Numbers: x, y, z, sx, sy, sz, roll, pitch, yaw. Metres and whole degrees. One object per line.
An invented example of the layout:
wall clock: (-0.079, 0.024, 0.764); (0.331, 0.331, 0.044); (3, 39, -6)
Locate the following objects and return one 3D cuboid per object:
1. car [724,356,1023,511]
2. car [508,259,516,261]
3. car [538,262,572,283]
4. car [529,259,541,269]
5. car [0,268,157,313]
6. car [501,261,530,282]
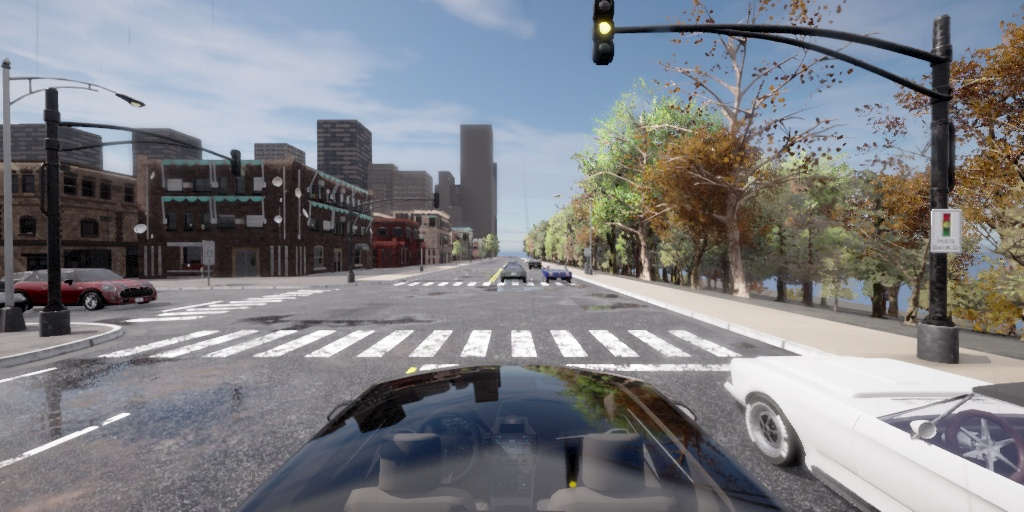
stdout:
car: (3.350, 1.351, 1.940); (1.895, 1.301, 4.718); (0, 0, 0)
car: (0.066, 1.273, 62.570); (2.033, 1.411, 5.357); (0, 0, 0)
car: (3.379, 1.342, 27.853); (1.895, 1.301, 4.718); (0, 0, 0)
car: (3.409, 1.207, 53.850); (1.882, 1.535, 5.008); (0, 0, 0)
car: (-18.016, 1.302, 15.233); (4.553, 1.767, 2.097); (-1, 1, 2)
car: (0.130, 1.305, 28.750); (1.994, 1.385, 4.181); (0, 0, 0)
